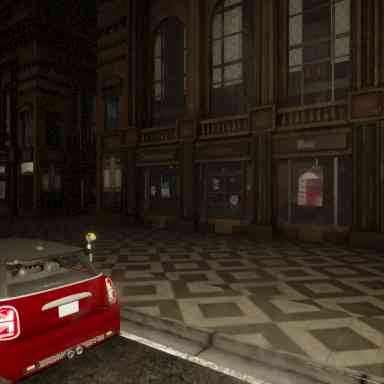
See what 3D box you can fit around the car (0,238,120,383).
[{"bbox_3d":[-3.069,1.440,5.157,4.097,1.590,1.967,0,0,36],"label":"car"}]
